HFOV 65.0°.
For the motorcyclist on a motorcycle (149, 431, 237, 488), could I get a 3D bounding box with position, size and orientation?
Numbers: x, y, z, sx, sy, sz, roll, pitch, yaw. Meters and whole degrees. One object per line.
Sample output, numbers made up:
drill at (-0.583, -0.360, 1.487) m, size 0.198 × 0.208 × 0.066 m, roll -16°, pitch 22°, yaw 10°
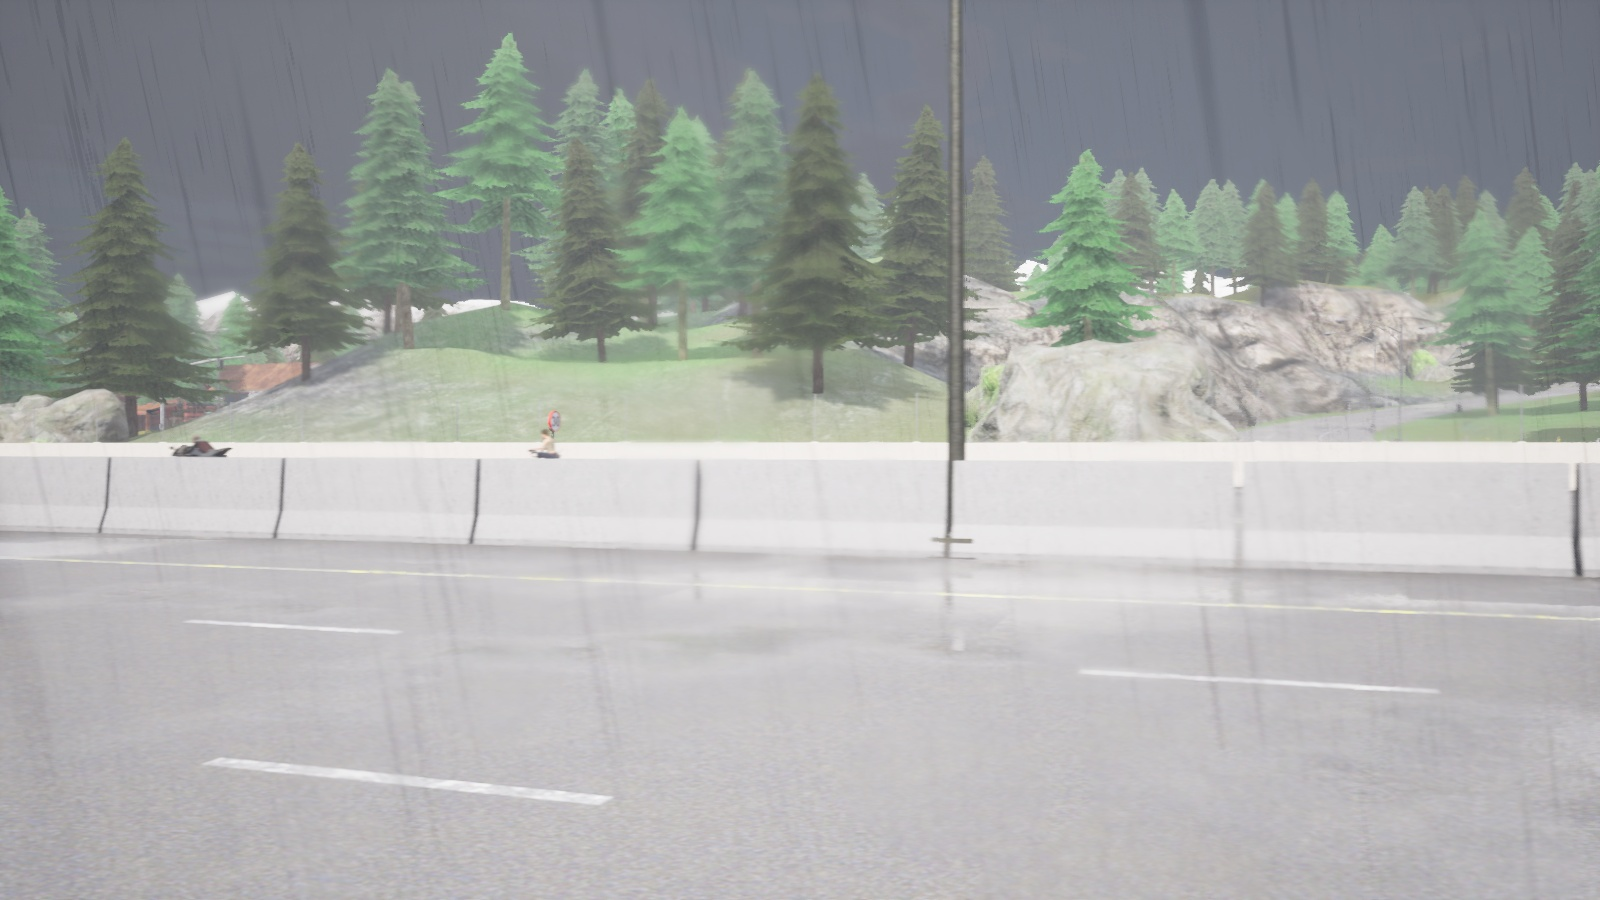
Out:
motorcyclist on a motorcycle at (-16.768, 0.243, 34.682) m, size 2.191 × 1.530 × 0.866 m, roll 1°, pitch 1°, yaw 19°
